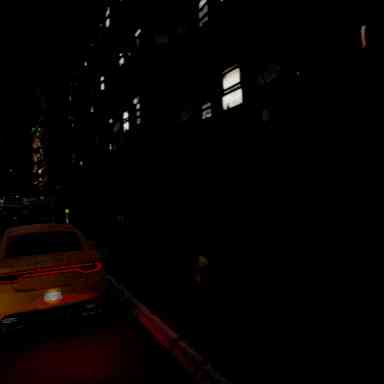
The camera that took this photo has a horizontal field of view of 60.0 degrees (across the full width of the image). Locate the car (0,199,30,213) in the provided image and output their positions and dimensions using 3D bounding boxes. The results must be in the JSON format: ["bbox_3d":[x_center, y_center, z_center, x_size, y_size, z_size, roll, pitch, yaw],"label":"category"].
[{"bbox_3d":[-11.986,1.441,22.523,1.887,1.381,4.507,0,0,-28],"label":"car"}]

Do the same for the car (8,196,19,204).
[{"bbox_3d":[-32.958,1.403,61.487,1.802,1.307,4.206,0,0,-28],"label":"car"}]

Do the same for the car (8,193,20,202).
[{"bbox_3d":[-38.194,1.136,71.232,2.192,1.841,5.009,0,0,-28],"label":"car"}]

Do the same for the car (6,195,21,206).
[{"bbox_3d":[-27.723,1.270,51.741,1.967,1.590,4.097,0,0,-28],"label":"car"}]

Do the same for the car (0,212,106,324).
[{"bbox_3d":[-3.293,1.422,7.247,1.882,1.535,5.008,-2,1,-28],"label":"car"}]

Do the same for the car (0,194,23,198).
[{"bbox_3d":[-17.215,1.308,32.270,1.967,1.590,4.097,0,0,-28],"label":"car"}]
